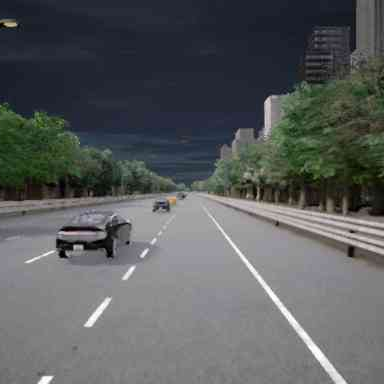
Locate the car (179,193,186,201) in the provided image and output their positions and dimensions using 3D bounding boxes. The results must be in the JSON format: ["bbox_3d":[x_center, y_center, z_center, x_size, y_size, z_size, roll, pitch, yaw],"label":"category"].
[{"bbox_3d":[-3.506,1.607,91.494,2.033,1.411,5.357,0,0,0],"label":"car"}]

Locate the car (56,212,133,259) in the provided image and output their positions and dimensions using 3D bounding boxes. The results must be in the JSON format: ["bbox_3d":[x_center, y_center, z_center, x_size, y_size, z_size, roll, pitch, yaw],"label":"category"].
[{"bbox_3d":[-3.500,1.491,12.671,2.128,1.511,4.902,0,0,0],"label":"car"}]

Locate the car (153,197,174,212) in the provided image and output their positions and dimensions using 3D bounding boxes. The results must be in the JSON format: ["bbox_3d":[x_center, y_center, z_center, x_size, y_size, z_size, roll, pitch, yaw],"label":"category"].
[{"bbox_3d":[-3.503,1.533,39.807,1.837,1.490,4.892,0,0,0],"label":"car"}]

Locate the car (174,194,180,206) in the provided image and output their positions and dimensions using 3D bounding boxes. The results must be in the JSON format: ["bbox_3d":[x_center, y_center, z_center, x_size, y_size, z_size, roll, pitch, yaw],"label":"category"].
[{"bbox_3d":[-3.505,1.533,57.812,1.882,1.535,5.008,0,0,0],"label":"car"}]
